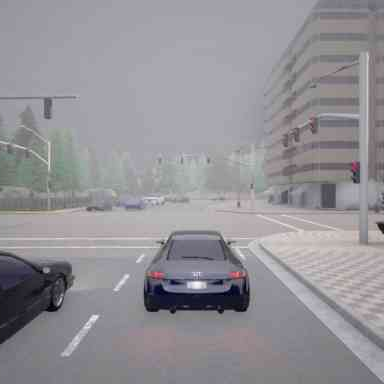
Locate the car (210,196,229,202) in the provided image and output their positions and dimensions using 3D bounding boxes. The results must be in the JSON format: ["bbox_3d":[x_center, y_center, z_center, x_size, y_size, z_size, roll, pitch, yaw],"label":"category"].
[{"bbox_3d":[6.446,1.580,77.715,4.718,1.301,1.895,0,0,-45],"label":"car"}]

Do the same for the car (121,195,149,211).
[{"bbox_3d":[-6.958,1.478,40.824,1.882,1.535,5.008,0,0,1],"label":"car"}]

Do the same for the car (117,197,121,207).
[{"bbox_3d":[-10.038,1.351,50.061,2.097,1.767,4.553,0,0,5],"label":"car"}]

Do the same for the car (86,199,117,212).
[{"bbox_3d":[-10.524,1.548,38.216,2.033,1.411,5.357,0,0,0],"label":"car"}]

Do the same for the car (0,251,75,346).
[{"bbox_3d":[-3.427,1.547,4.668,2.033,1.411,5.357,0,0,0],"label":"car"}]

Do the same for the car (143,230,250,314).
[{"bbox_3d":[0.091,1.564,7.703,1.994,1.385,4.181,0,0,0],"label":"car"}]

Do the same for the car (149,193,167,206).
[{"bbox_3d":[-6.155,1.220,54.405,2.150,2.045,5.566,0,0,9],"label":"car"}]

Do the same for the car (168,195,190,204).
[{"bbox_3d":[-2.292,1.352,66.133,2.097,1.767,4.553,0,0,27],"label":"car"}]

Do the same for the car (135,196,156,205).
[{"bbox_3d":[-8.350,1.525,60.211,1.812,1.442,4.674,0,0,17],"label":"car"}]
